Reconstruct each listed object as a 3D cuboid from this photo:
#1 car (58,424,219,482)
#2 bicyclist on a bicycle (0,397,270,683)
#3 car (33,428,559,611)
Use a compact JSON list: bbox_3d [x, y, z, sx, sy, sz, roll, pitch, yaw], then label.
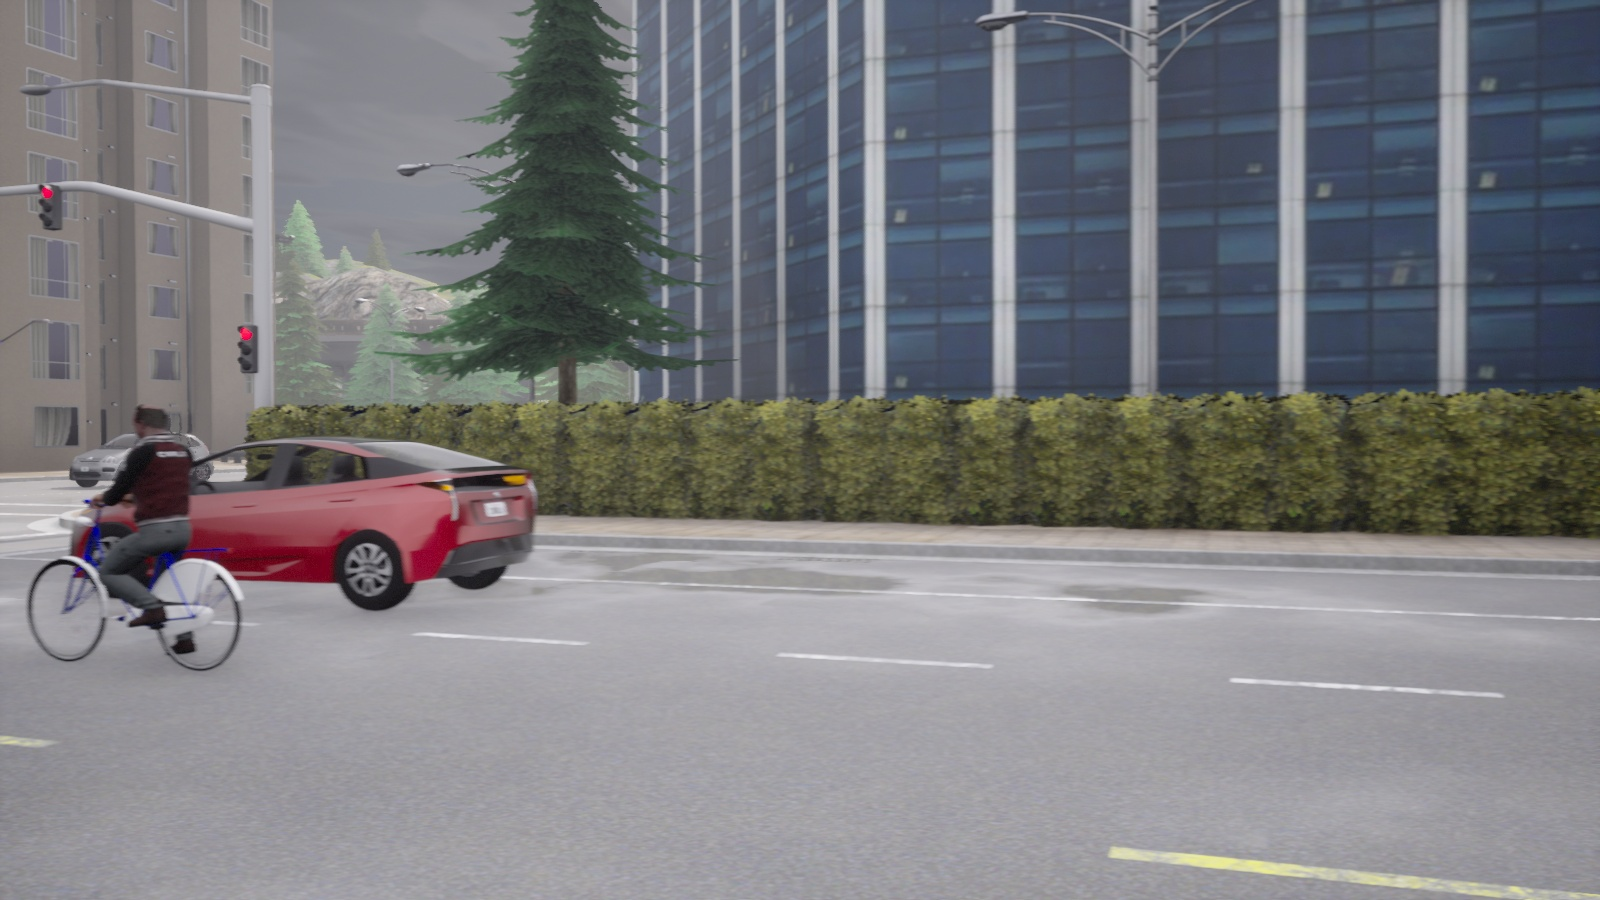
[{"bbox_3d":[-19.421,0.058,37.063,1.851,1.617,3.988,1,1,19],"label":"car"},{"bbox_3d":[-4.537,0.545,8.411,1.843,1.776,0.659,1,1,19],"label":"bicyclist on a bicycle"},{"bbox_3d":[-4.846,0.560,12.209,4.514,1.525,2.007,1,1,19],"label":"car"}]
